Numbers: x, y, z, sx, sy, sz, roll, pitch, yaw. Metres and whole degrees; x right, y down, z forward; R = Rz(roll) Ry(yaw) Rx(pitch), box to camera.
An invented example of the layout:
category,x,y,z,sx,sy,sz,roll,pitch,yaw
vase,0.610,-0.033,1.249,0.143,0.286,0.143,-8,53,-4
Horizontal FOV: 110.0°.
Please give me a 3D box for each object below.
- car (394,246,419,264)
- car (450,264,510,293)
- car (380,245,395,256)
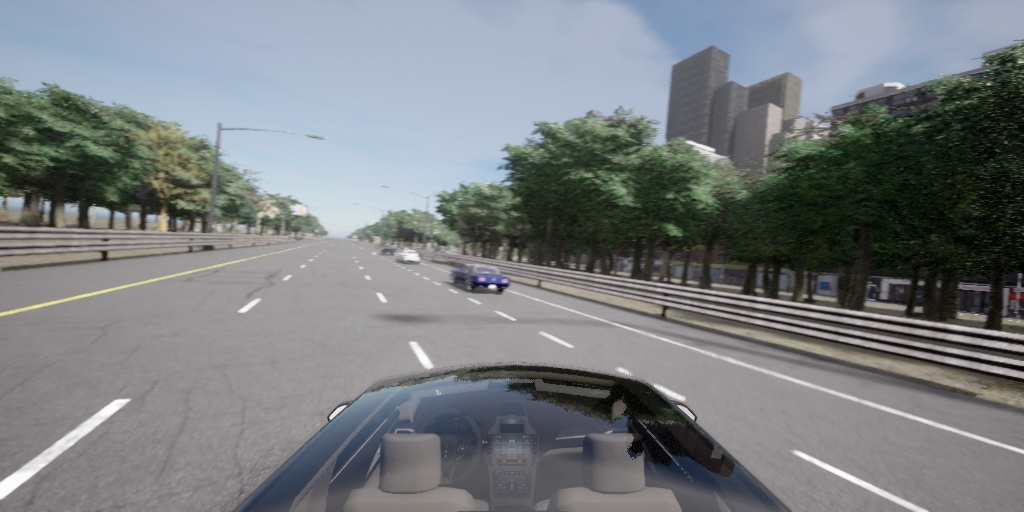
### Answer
category,x,y,z,sx,sy,sz,roll,pitch,yaw
car,-11.313,0.039,39.057,1.812,1.442,4.674,5,0,-26
car,-1.868,1.099,19.271,1.895,1.301,4.718,5,0,-26
car,-20.224,-0.911,58.094,1.837,1.490,4.892,5,0,-23
